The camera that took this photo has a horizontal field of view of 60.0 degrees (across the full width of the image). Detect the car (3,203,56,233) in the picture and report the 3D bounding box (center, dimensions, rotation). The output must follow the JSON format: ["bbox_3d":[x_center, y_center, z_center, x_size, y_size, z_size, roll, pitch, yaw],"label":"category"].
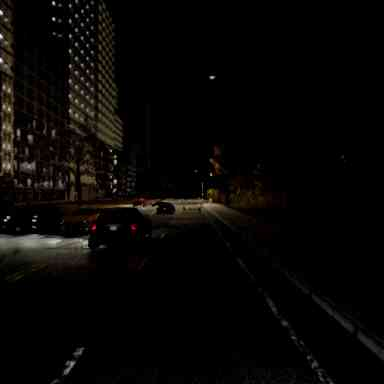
[{"bbox_3d":[-9.841,1.550,21.036,2.097,1.767,4.553,0,-1,0],"label":"car"}]

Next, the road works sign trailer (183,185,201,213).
[{"bbox_3d":[0.007,0.868,43.471,2.380,3.560,2.880,0,-1,0],"label":"road works sign trailer"}]

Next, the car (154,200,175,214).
[{"bbox_3d":[-3.144,1.940,40.444,1.994,1.385,4.181,0,-1,0],"label":"car"}]

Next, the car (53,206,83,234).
[{"bbox_3d":[-6.592,1.673,20.871,1.882,1.535,5.008,0,-1,0],"label":"car"}]

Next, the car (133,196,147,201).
[{"bbox_3d":[-9.753,1.808,62.255,2.150,2.045,5.566,0,-1,0],"label":"car"}]

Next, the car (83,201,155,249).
[{"bbox_3d":[-3.145,1.496,15.426,2.097,1.767,4.553,0,-1,0],"label":"car"}]
